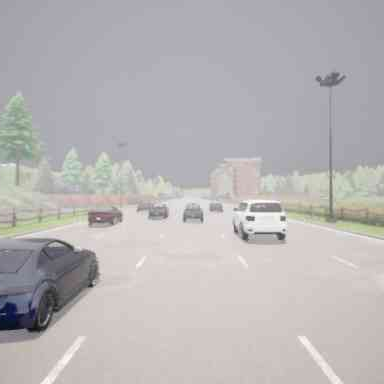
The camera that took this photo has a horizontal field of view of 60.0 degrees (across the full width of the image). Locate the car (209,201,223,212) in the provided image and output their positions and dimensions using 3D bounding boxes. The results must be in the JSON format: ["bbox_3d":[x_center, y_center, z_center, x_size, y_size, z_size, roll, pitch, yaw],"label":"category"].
[{"bbox_3d":[3.532,2.141,49.993,2.128,1.511,4.902,0,-1,0],"label":"car"}]

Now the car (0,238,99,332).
[{"bbox_3d":[-3.397,1.657,7.011,1.994,1.385,4.181,0,-1,0],"label":"car"}]

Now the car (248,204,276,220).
[{"bbox_3d":[7.094,1.970,34.207,1.812,1.442,4.674,0,-1,0],"label":"car"}]

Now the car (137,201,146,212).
[{"bbox_3d":[-6.967,2.138,49.769,2.128,1.511,4.902,0,-1,0],"label":"car"}]

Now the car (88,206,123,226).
[{"bbox_3d":[-6.891,1.828,26.924,1.882,1.535,5.008,0,-1,0],"label":"car"}]

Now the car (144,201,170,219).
[{"bbox_3d":[-3.402,1.945,34.802,2.128,1.511,4.902,0,-1,0],"label":"car"}]

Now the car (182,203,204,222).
[{"bbox_3d":[0.103,1.891,30.656,2.128,1.511,4.902,0,-1,0],"label":"car"}]

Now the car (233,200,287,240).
[{"bbox_3d":[3.606,1.464,18.500,2.150,2.045,5.566,0,-1,0],"label":"car"}]

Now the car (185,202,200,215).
[{"bbox_3d":[0.055,2.077,42.458,1.812,1.442,4.674,0,-1,-1],"label":"car"}]
